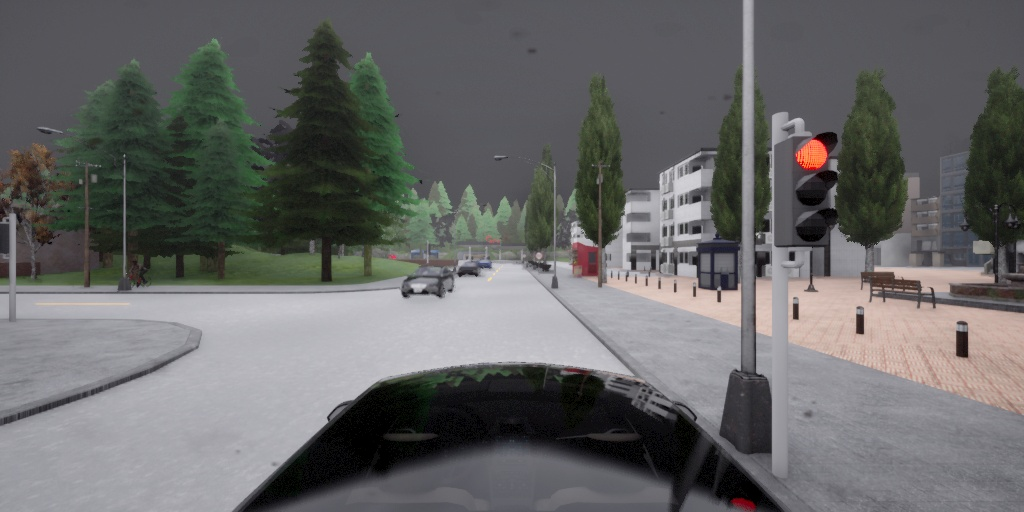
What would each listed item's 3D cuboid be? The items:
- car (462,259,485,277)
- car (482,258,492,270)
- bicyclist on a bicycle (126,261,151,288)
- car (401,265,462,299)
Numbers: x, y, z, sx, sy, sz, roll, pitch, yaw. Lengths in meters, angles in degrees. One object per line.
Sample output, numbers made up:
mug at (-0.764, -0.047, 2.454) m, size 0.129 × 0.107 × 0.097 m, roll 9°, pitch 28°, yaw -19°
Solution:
car at (-4.088, 1.297, 35.087) m, size 2.033 × 1.411 × 5.357 m, roll 0°, pitch 0°, yaw 0°
car at (-4.044, 1.227, 53.374) m, size 1.882 × 1.535 × 5.008 m, roll 0°, pitch 0°, yaw 0°
bicyclist on a bicycle at (-22.136, 1.099, 21.184) m, size 0.582 × 1.620 × 1.656 m, roll 0°, pitch 0°, yaw 0°
car at (-4.094, 1.243, 18.072) m, size 2.128 × 1.511 × 4.902 m, roll 0°, pitch 0°, yaw 0°
